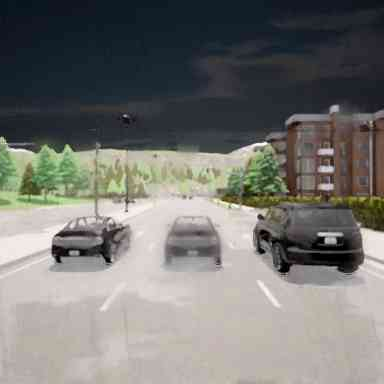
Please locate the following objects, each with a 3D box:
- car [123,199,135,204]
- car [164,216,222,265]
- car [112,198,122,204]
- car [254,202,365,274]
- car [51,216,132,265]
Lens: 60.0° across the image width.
[{"bbox_3d":[-16.291,2.461,88.192,1.994,1.385,4.181,0,-1,0],"label":"car"},{"bbox_3d":[0.042,1.620,12.255,2.128,1.511,4.902,0,-1,0],"label":"car"},{"bbox_3d":[-19.791,2.433,88.194,2.128,1.511,4.902,0,-1,0],"label":"car"},{"bbox_3d":[3.532,1.339,11.103,2.150,2.045,5.566,0,0,1],"label":"car"},{"bbox_3d":[-3.458,1.619,12.255,2.128,1.511,4.902,0,-1,0],"label":"car"}]
